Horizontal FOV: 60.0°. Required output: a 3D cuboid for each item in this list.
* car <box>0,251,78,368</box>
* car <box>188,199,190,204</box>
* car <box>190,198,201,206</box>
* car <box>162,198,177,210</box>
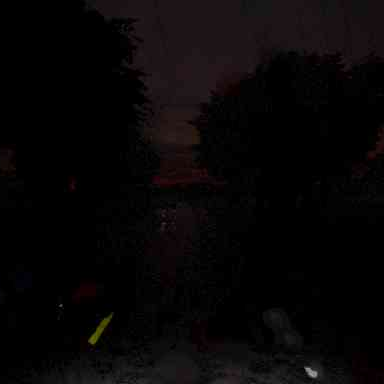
[{"bbox_3d":[-3.101,1.548,4.122,2.033,1.411,5.357,0,0,0],"label":"car"},{"bbox_3d":[-0.009,2.427,89.342,1.994,1.385,4.181,0,-1,0],"label":"car"},{"bbox_3d":[1.043,2.086,70.988,1.801,1.575,5.366,0,-1,0],"label":"car"},{"bbox_3d":[-3.088,1.686,46.588,1.837,1.490,4.892,0,-1,0],"label":"car"}]
